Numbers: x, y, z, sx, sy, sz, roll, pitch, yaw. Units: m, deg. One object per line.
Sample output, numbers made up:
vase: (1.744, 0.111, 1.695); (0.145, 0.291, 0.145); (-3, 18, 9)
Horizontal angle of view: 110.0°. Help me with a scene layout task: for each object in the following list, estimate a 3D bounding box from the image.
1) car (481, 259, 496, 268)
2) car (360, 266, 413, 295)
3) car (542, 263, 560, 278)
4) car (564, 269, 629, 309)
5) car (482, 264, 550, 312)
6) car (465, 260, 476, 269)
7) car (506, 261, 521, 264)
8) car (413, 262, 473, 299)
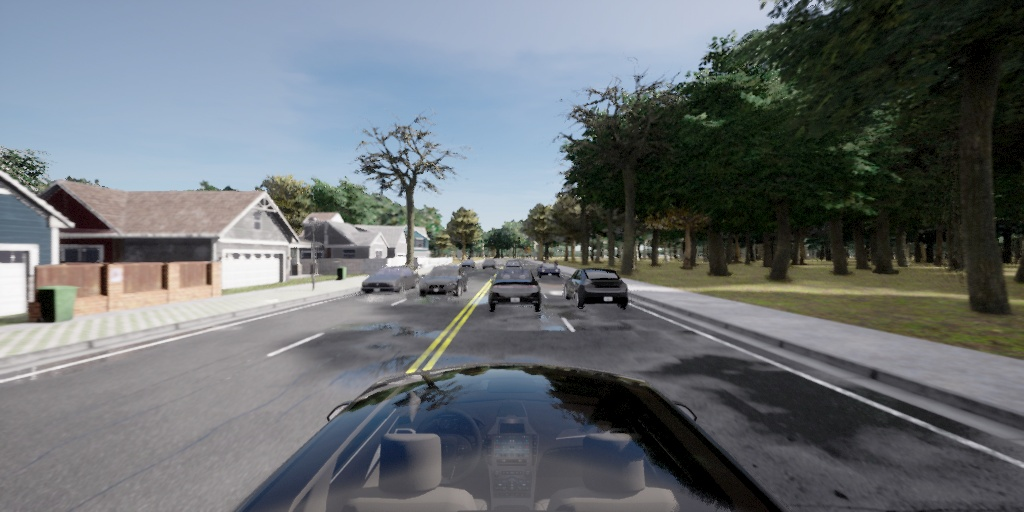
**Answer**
car: (-3.319, 1.233, 51.936); (1.837, 1.490, 4.892); (0, 0, 0)
car: (-6.592, 1.293, 20.154); (2.033, 1.411, 5.357); (0, 0, 0)
car: (3.364, 1.341, 33.923); (1.895, 1.301, 4.718); (0, 0, 0)
car: (3.356, 1.252, 14.939); (1.837, 1.490, 4.892); (0, 0, 0)
car: (0.105, 1.239, 14.305); (2.128, 1.511, 4.902); (0, 0, 0)
car: (-6.551, 1.274, 54.872); (2.033, 1.411, 5.357); (0, 0, 1)
car: (0.113, 1.232, 33.593); (2.128, 1.511, 4.902); (0, 0, 0)
car: (-3.342, 1.251, 18.254); (1.837, 1.490, 4.892); (0, 0, 0)
